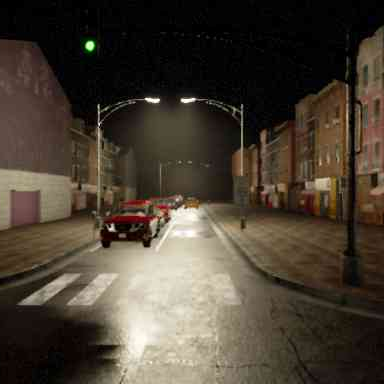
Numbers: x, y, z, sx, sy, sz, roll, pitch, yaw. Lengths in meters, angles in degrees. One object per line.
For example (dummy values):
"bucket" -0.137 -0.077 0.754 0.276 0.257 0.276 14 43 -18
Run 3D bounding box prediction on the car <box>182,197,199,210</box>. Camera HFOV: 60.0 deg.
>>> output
"car" -0.061 1.622 45.593 1.882 1.535 5.008 0 0 0

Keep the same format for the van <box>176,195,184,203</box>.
"van" -2.747 1.606 74.914 1.690 1.788 3.998 -1 0 0

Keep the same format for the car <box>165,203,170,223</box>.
"car" -2.671 1.624 20.643 1.947 1.339 4.313 0 0 0

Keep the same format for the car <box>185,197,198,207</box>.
"car" -0.075 1.676 56.040 2.128 1.511 4.902 0 0 0

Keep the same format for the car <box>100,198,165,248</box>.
"car" -2.666 1.357 15.218 2.192 1.841 5.009 0 0 0

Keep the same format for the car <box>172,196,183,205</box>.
"car" -2.731 1.658 64.059 1.967 1.590 4.097 -1 0 0

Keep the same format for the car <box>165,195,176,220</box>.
"car" -2.681 1.390 26.072 2.192 1.841 5.009 0 0 0

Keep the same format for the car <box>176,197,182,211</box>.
"car" -2.701 1.684 42.351 2.008 1.369 4.403 0 0 0
